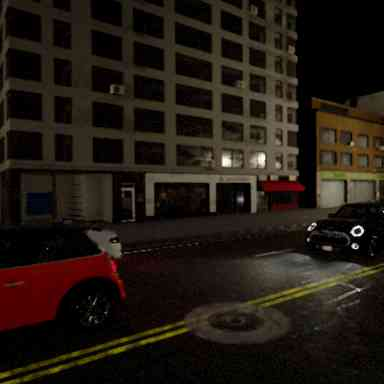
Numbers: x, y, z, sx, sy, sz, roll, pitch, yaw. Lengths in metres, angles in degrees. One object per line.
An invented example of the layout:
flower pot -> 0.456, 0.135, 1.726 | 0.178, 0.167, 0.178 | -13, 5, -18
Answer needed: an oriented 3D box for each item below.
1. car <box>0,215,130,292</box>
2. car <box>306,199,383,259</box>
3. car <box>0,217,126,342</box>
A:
car -> -4.151, 1.502, 8.594 | 4.674, 1.442, 1.812 | -1, 1, -35
car -> 6.133, 1.170, 11.894 | 4.553, 1.767, 2.097 | -1, 1, -35
car -> -3.453, 1.350, 5.129 | 4.553, 1.767, 2.097 | -1, 1, -35
